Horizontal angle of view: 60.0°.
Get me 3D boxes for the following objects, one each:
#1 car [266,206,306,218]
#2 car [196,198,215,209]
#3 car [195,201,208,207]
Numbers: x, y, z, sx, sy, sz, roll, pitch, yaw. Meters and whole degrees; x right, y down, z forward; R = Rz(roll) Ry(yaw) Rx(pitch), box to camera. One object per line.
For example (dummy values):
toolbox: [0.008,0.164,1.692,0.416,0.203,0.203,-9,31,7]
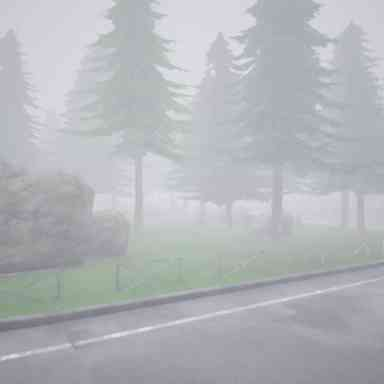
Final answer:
car: [12.441,2.360,44.480,2.150,2.045,5.566,2,-1,-32]
car: [2.891,2.452,71.725,2.150,2.045,5.566,2,-1,-19]
car: [2.128,2.708,63.863,1.994,1.385,4.181,2,-1,-23]
